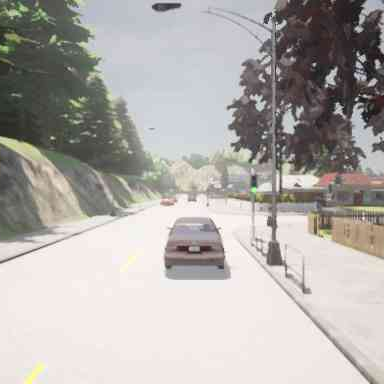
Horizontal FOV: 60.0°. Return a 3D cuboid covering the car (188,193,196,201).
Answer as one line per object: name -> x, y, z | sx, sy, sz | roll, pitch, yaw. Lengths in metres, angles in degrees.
car -> 0.008, 1.221, 84.127 | 2.150, 2.045, 5.566 | 0, 0, 0

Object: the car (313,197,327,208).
car -> 15.790, 1.303, 42.366 | 1.994, 1.381, 4.181 | 0, 0, 0

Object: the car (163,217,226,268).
car -> 0.077, 1.548, 11.288 | 2.033, 1.411, 5.357 | 0, 0, 0

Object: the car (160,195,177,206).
car -> -4.062, 1.355, 54.160 | 2.097, 1.767, 4.553 | 0, 0, 0

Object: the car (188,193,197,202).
car -> 0.007, 1.547, 74.223 | 1.994, 1.385, 4.181 | 0, 0, 0
